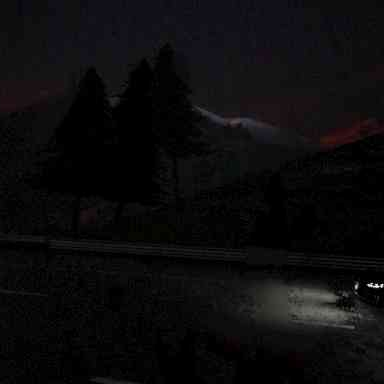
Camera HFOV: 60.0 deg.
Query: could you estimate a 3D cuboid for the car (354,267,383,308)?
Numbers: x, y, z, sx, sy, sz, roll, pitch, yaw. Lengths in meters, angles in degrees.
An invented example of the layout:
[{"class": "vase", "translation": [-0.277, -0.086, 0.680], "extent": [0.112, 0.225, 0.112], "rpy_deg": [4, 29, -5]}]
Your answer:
[{"class": "car", "translation": [6.586, 2.263, 7.939], "extent": [4.892, 1.490, 1.837], "rpy_deg": [2, -4, 15]}]
